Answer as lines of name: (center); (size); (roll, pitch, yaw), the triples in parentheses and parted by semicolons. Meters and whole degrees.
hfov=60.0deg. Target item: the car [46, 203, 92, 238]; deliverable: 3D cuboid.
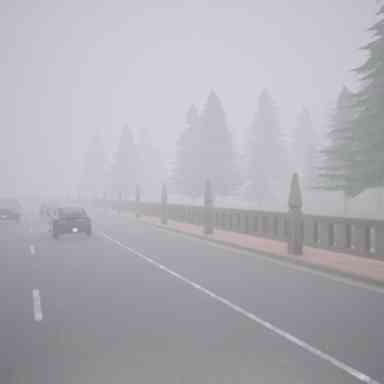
car: (-6.681, 1.563, 18.085); (1.837, 1.490, 4.892); (0, 0, -26)

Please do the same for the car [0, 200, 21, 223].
car: (-14.457, 1.603, 25.904); (1.812, 1.442, 4.674); (0, 0, -26)

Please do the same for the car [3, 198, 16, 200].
car: (-20.614, 1.465, 37.548); (2.097, 1.767, 4.553); (0, 0, -30)

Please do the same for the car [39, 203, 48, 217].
car: (-14.111, 1.705, 33.010); (1.895, 1.301, 4.718); (0, 0, -27)
